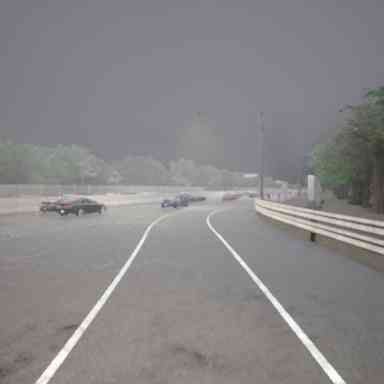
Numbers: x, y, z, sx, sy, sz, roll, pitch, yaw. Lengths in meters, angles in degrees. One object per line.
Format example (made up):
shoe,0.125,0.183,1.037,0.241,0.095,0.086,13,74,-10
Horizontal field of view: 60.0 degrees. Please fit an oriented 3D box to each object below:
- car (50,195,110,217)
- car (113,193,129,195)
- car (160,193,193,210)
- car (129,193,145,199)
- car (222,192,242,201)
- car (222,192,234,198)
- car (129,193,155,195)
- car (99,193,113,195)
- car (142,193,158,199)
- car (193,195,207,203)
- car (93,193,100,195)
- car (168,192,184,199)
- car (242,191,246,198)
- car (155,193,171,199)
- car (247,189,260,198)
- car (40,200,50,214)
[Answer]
car,-9.231,1.264,28.212,1.837,1.490,4.892,0,0,22
car,-12.871,1.026,66.443,2.128,1.511,4.902,0,0,22
car,-1.901,1.159,37.174,1.812,1.442,4.674,0,0,22
car,-13.713,0.987,83.393,1.895,1.301,4.718,0,0,21
car,6.891,0.996,59.301,1.895,1.301,4.718,0,0,22
car,9.096,0.751,84.022,1.994,1.385,4.181,0,0,21
car,-9.606,1.036,65.187,2.033,1.411,5.357,0,0,22
car,-16.134,1.053,67.698,1.812,1.442,4.674,0,0,22
car,-10.333,0.895,82.427,1.812,1.442,4.674,0,0,21
car,0.820,1.090,53.488,1.895,1.301,4.718,0,0,22
car,-19.496,0.905,68.715,2.097,1.767,4.553,0,0,22
car,-3.801,0.859,79.907,2.128,1.511,4.902,0,0,21
car,10.792,0.745,78.765,1.812,1.442,4.674,0,0,21
car,-7.078,0.948,81.138,1.895,1.301,4.718,0,0,21
car,15.290,0.649,80.646,1.882,1.535,5.008,0,0,21
car,-11.853,1.254,31.087,2.128,1.511,4.902,0,0,22
